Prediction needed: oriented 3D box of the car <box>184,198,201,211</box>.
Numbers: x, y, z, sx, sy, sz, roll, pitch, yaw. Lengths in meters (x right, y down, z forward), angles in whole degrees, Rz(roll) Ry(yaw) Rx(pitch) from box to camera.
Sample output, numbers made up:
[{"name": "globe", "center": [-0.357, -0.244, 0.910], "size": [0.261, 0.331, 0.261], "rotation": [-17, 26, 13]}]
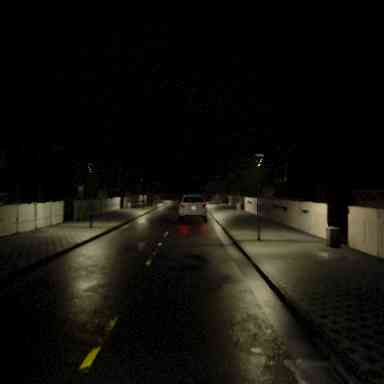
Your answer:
[{"name": "car", "center": [0.090, 1.574, 43.401], "size": [2.033, 1.411, 5.357], "rotation": [0, 0, 0]}]

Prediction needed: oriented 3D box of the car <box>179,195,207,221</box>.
[{"name": "car", "center": [0.087, 1.235, 27.478], "size": [2.150, 2.045, 5.566], "rotation": [0, 0, -1]}]
